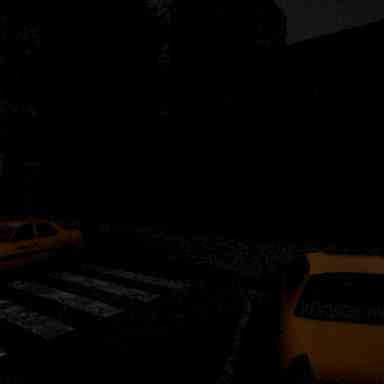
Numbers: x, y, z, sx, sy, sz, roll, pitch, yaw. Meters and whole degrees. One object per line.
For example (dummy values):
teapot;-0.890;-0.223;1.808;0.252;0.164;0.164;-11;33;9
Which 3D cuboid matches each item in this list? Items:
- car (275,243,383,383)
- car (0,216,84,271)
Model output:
car;2.171;1.494;4.762;1.946;1.575;5.366;0;-1;15
car;-5.266;1.499;9.639;1.946;1.575;5.366;1;-1;16
